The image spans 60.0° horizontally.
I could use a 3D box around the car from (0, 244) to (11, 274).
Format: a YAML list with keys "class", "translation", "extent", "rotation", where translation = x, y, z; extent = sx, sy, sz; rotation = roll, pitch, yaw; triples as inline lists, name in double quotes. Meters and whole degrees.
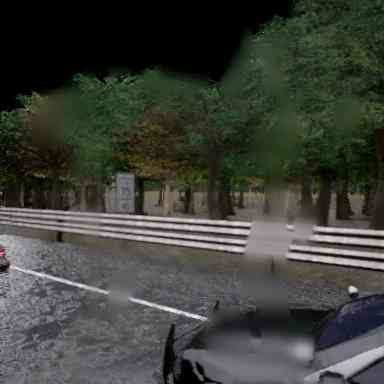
- class: "car"
  translation: [-6.897, 1.523, 8.819]
  extent: [5.357, 1.411, 2.033]
  rotation: [0, 0, 36]

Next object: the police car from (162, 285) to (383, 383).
- class: "police car"
  translation: [1.996, 1.507, 2.446]
  extent: [4.974, 1.542, 2.038]
  rotation: [0, 0, 36]
